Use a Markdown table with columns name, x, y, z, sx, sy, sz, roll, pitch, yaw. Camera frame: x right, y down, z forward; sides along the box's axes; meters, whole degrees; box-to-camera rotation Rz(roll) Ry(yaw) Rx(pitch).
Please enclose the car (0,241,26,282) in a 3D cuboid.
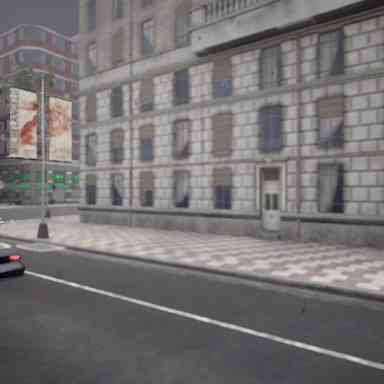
| name | x | y | z | sx | sy | sz | roll | pitch | yaw |
| --- | --- | --- | --- | --- | --- | --- | --- | --- | --- |
| car | -6.389 | 1.549 | 8.518 | 5.357 | 1.411 | 2.033 | 0 | 0 | 36 |
